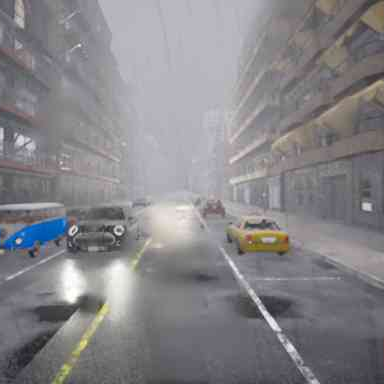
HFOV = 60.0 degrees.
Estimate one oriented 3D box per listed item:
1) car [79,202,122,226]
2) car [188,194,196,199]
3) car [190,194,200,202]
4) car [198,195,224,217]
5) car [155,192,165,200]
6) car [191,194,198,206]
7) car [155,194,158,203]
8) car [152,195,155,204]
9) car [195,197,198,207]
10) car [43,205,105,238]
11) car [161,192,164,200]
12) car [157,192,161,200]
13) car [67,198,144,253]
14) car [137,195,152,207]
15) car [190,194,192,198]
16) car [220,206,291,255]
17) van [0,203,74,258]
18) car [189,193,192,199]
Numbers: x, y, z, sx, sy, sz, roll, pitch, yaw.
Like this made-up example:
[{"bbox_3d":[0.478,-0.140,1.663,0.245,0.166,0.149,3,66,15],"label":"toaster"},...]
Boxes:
[{"bbox_3d":[-6.387,1.486,23.749,2.008,1.369,4.403,1,0,-2],"label":"car"},{"bbox_3d":[0.048,1.159,86.294,1.887,1.381,4.507,1,0,-2],"label":"car"},{"bbox_3d":[0.578,1.241,69.291,1.887,1.381,4.507,1,0,-2],"label":"car"},{"bbox_3d":[1.815,1.312,29.615,1.967,1.590,4.097,1,0,-2],"label":"car"},{"bbox_3d":[-8.327,0.970,86.099,2.192,1.841,5.009,1,0,-2],"label":"car"},{"bbox_3d":[1.285,1.239,46.618,1.967,1.590,4.097,1,0,-2],"label":"car"},{"bbox_3d":[-7.447,1.339,57.760,2.008,1.369,4.403,1,0,-2],"label":"car"},{"bbox_3d":[-7.264,1.340,51.921,1.752,1.417,4.829,1,0,-2],"label":"car"},{"bbox_3d":[1.639,1.429,35.285,1.802,1.307,4.206,1,0,-2],"label":"car"},{"bbox_3d":[-6.210,1.503,18.079,1.887,1.381,4.507,1,0,-2],"label":"car"},{"bbox_3d":[-8.153,1.233,80.432,2.008,1.369,4.403,1,0,-2],"label":"car"},{"bbox_3d":[-7.623,1.202,63.428,1.967,1.590,4.097,1,0,-2],"label":"car"},{"bbox_3d":[-3.387,1.315,13.442,2.097,1.767,4.553,0,0,-2],"label":"car"},{"bbox_3d":[-7.094,1.404,46.424,1.947,1.339,4.313,1,0,-2],"label":"car"},{"bbox_3d":[1.108,1.318,52.288,1.887,1.381,4.507,1,0,-2],"label":"car"},{"bbox_3d":[2.339,1.465,12.781,1.752,1.417,4.829,1,0,-2],"label":"car"},{"bbox_3d":[-6.031,1.321,12.411,1.690,1.788,3.998,1,0,-2],"label":"van"},{"bbox_3d":[0.931,1.299,57.955,2.008,1.369,4.403,1,0,-2],"label":"car"}]
